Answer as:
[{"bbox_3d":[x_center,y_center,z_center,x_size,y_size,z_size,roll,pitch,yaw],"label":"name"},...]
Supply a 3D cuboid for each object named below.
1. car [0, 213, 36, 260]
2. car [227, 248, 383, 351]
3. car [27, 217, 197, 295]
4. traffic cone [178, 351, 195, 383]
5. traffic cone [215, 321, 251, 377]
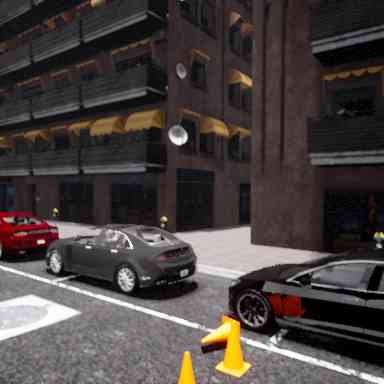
[{"bbox_3d":[-6.521,1.392,11.668,4.507,1.381,1.887,1,0,36],"label":"car"},{"bbox_3d":[2.640,1.558,5.121,4.313,1.339,1.947,1,0,36],"label":"car"},{"bbox_3d":[-1.941,1.470,8.394,4.403,1.369,2.008,1,0,36],"label":"car"},{"bbox_3d":[-0.056,1.931,3.401,0.340,0.580,0.340,1,1,36],"label":"traffic cone"},{"bbox_3d":[0.524,1.931,4.215,0.340,0.580,0.340,1,1,35],"label":"traffic cone"}]
